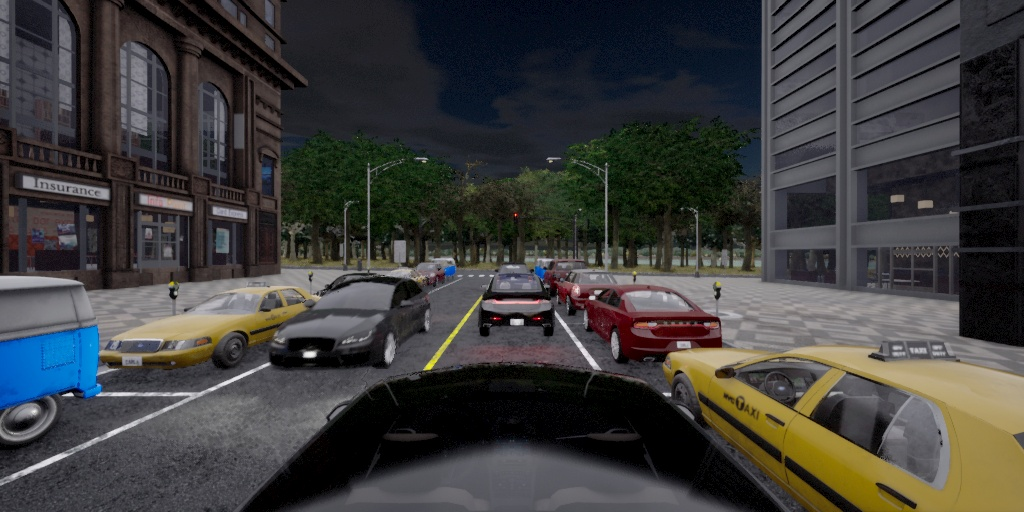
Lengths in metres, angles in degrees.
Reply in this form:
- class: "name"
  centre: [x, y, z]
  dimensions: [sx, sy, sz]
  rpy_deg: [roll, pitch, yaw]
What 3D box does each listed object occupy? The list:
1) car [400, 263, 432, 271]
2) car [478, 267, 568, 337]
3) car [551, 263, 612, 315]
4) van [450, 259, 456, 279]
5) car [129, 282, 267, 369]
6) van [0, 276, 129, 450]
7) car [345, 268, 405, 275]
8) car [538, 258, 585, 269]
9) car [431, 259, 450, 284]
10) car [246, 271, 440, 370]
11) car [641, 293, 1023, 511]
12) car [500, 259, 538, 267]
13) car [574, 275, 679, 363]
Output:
- class: "car"
  centre: [-5.737, 1.277, 18.720]
  dimensions: [1.751, 1.417, 4.829]
  rpy_deg: [0, 0, 0]
- class: "car"
  centre: [0.114, 1.242, 10.316]
  dimensions: [2.128, 1.511, 4.902]
  rpy_deg: [0, 0, 0]
- class: "car"
  centre: [2.780, 1.190, 13.439]
  dimensions: [1.967, 1.591, 4.097]
  rpy_deg: [0, 0, 0]
- class: "van"
  centre: [-5.719, 1.094, 29.765]
  dimensions: [1.690, 1.789, 3.998]
  rpy_deg: [0, 0, 0]
- class: "car"
  centre: [-5.754, 1.275, 7.845]
  dimensions: [1.751, 1.417, 4.829]
  rpy_deg: [0, 0, 0]
- class: "van"
  centre: [-5.762, 1.091, 2.578]
  dimensions: [1.690, 1.789, 3.998]
  rpy_deg: [0, 0, 0]
- class: "car"
  centre: [-5.745, 1.316, 13.452]
  dimensions: [1.948, 1.339, 4.313]
  rpy_deg: [0, 0, 0]
- class: "car"
  centre: [2.789, 1.066, 18.877]
  dimensions: [2.192, 1.841, 5.009]
  rpy_deg: [0, 0, 0]
- class: "car"
  centre: [-5.728, 1.192, 24.327]
  dimensions: [1.967, 1.591, 4.097]
  rpy_deg: [0, 0, 0]
- class: "car"
  centre: [-3.088, 1.255, 7.910]
  dimensions: [1.837, 1.490, 4.892]
  rpy_deg: [0, 0, 0]
- class: "car"
  centre: [2.763, 1.275, 2.734]
  dimensions: [1.751, 1.417, 4.829]
  rpy_deg: [0, 0, 0]
- class: "car"
  centre: [0.128, 1.103, 19.281]
  dimensions: [2.097, 1.767, 4.553]
  rpy_deg: [0, 0, 1]
- class: "car"
  centre: [2.772, 1.295, 8.002]
  dimensions: [1.888, 1.381, 4.507]
  rpy_deg: [0, 0, 0]
